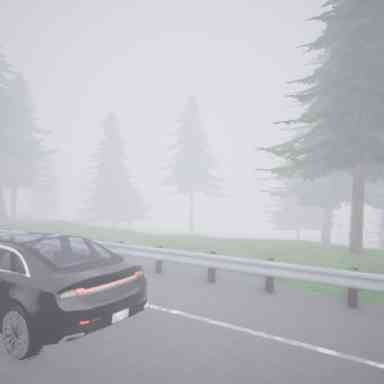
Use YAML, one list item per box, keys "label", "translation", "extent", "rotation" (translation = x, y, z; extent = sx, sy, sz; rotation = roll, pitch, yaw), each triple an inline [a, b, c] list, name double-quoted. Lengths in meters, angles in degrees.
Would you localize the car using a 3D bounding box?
- label: "car"
  translation: [-2.990, 1.488, 5.936]
  extent: [4.902, 1.511, 2.128]
  rotation: [0, 0, 34]
